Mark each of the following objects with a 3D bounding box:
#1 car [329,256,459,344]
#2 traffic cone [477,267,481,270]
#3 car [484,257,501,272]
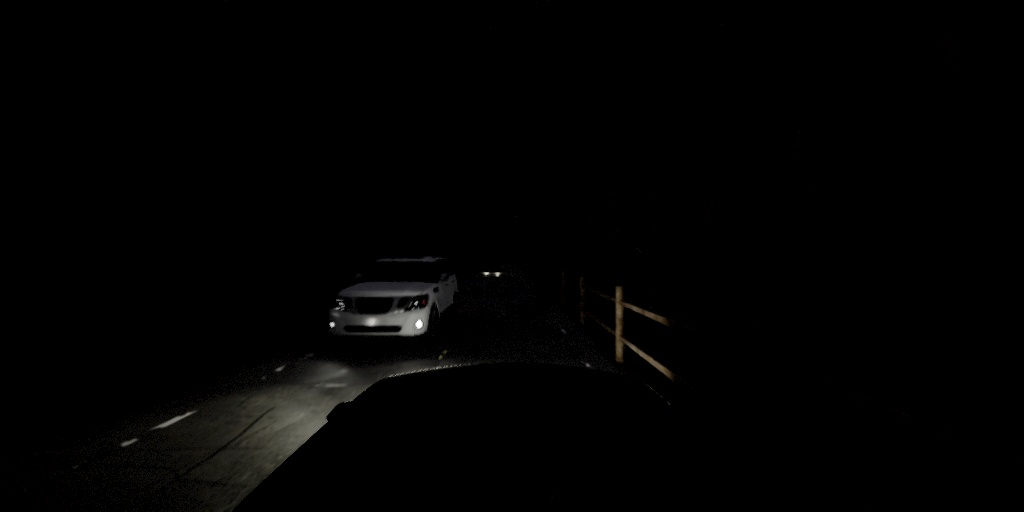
[{"bbox_3d":[-2.851,1.001,10.052,2.150,2.045,5.566,0,0,0],"label":"car"},{"bbox_3d":[-5.025,1.717,57.302,0.340,0.580,0.340,0,0,-9],"label":"traffic cone"},{"bbox_3d":[-2.826,1.224,52.427,2.150,2.045,5.566,0,0,0],"label":"car"}]
